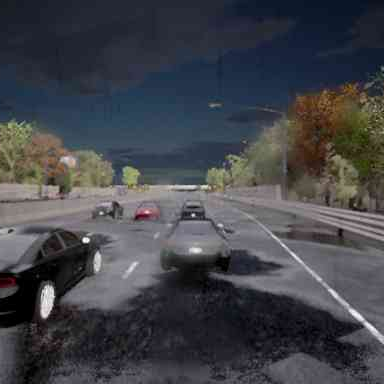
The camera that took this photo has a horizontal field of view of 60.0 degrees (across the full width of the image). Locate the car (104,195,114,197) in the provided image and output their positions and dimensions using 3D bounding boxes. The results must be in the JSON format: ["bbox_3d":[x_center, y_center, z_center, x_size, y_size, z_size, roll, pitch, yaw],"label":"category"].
[{"bbox_3d":[-17.508,1.336,70.002,2.128,1.511,4.902,0,0,0],"label":"car"}]

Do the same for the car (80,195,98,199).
[{"bbox_3d":[-21.008,1.342,69.585,2.128,1.511,4.902,0,0,0],"label":"car"}]

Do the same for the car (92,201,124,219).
[{"bbox_3d":[-6.904,1.442,27.619,1.812,1.442,4.674,0,0,0],"label":"car"}]

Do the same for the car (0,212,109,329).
[{"bbox_3d":[-3.407,1.454,7.099,1.882,1.535,5.008,0,1,0],"label":"car"}]

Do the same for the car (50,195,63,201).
[{"bbox_3d":[-28.007,1.294,69.584,1.882,1.535,5.008,0,0,0],"label":"car"}]

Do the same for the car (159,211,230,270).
[{"bbox_3d":[0.096,1.528,10.919,1.994,1.385,4.181,0,0,0],"label":"car"}]

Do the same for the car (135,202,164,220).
[{"bbox_3d":[-3.405,1.482,27.231,1.994,1.385,4.181,0,0,0],"label":"car"}]

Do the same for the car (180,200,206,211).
[{"bbox_3d":[0.094,1.424,26.667,1.837,1.490,4.892,0,0,0],"label":"car"}]

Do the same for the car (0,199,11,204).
[{"bbox_3d":[-17.597,1.416,29.326,1.837,1.490,4.892,0,0,0],"label":"car"}]

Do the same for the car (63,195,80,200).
[{"bbox_3d":[-24.508,1.294,69.584,1.882,1.535,5.008,0,0,0],"label":"car"}]
